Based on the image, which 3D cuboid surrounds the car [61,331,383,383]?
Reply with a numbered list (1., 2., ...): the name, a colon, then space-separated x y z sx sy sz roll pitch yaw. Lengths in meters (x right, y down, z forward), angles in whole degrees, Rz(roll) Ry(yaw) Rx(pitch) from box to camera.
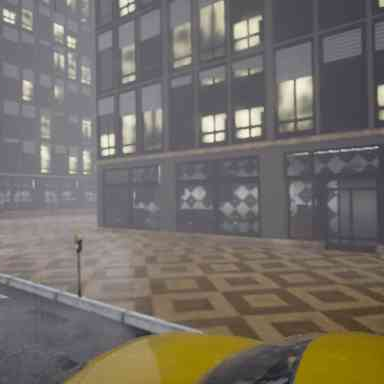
1. car: 1.048 1.526 1.992 4.829 1.417 1.752 0 -1 36
